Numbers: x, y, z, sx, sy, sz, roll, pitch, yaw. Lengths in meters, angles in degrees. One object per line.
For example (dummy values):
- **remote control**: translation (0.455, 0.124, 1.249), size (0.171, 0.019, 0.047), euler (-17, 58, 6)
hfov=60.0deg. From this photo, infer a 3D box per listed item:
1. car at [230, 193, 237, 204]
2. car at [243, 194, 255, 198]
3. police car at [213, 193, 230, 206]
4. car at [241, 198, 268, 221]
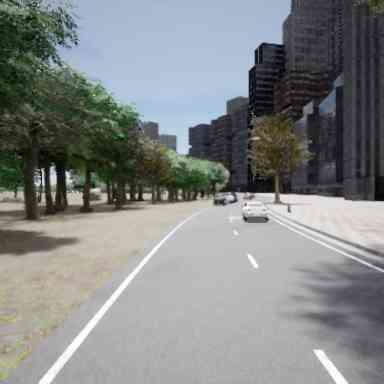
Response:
- **car**: translation (6.908, 1.171, 64.736), size (2.150, 2.045, 5.566), euler (0, 0, 14)
- **car**: translation (14.773, 1.400, 88.348), size (1.994, 1.385, 4.181), euler (0, 0, 16)
- **police car**: translation (4.700, 1.381, 55.091), size (1.930, 1.638, 5.238), euler (0, 0, 12)
- **car**: translation (5.049, 1.504, 27.037), size (1.812, 1.442, 4.674), euler (0, 0, 6)
